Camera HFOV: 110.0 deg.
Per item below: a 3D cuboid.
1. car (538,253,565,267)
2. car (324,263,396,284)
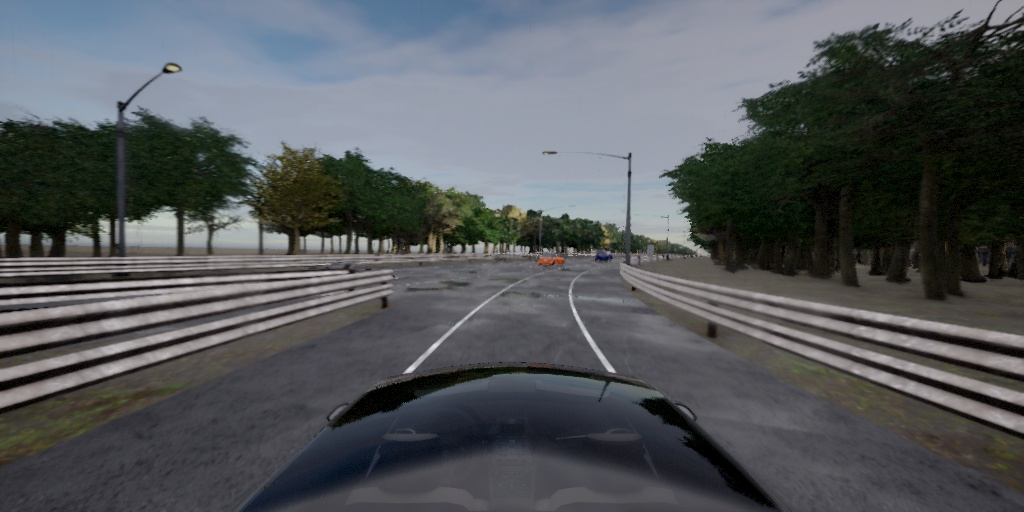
[{"bbox_3d":[5.107,0.420,45.452,2.097,1.767,4.553,2,1,28],"label":"car"},{"bbox_3d":[-8.777,1.033,19.904,1.895,1.301,4.718,1,1,28],"label":"car"}]
